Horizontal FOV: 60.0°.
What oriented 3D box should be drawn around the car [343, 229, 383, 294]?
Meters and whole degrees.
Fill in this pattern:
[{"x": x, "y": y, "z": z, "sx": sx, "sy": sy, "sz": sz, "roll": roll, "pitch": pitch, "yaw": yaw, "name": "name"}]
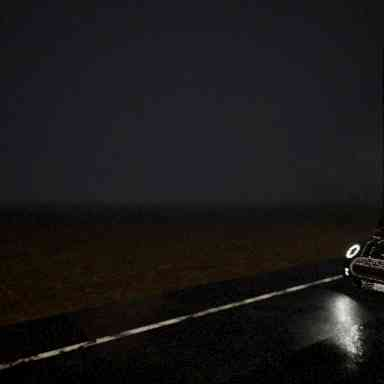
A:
[{"x": 5.653, "y": 1.347, "z": 8.023, "sx": 4.553, "sy": 1.767, "sz": 2.097, "roll": 0, "pitch": 0, "yaw": -35, "name": "car"}]
